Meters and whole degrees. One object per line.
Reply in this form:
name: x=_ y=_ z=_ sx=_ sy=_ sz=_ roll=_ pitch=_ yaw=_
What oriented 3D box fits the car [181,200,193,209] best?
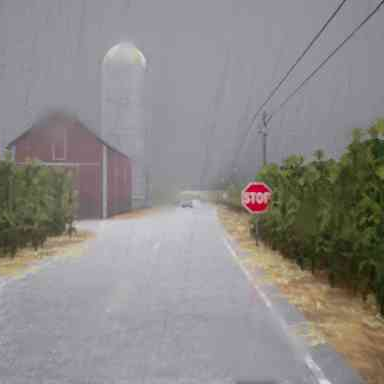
car: x=-0.831 y=2.167 z=59.149 sx=1.837 sy=1.490 sz=4.892 roll=0 pitch=0 yaw=5
